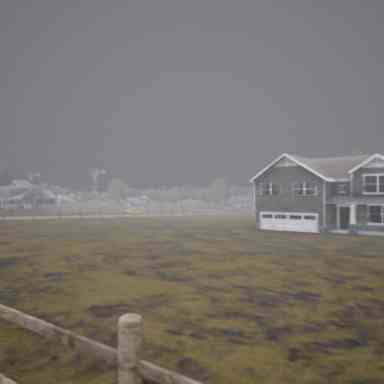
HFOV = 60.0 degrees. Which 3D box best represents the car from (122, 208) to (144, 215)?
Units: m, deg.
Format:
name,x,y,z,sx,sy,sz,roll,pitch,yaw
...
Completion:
name,x,y,z,sx,sy,sz,roll,pitch,yaw
car,-11.802,3.871,66.530,1.882,1.535,5.008,-1,-3,36
